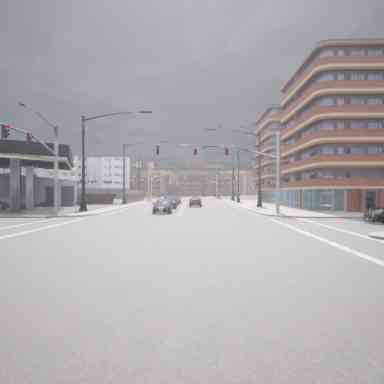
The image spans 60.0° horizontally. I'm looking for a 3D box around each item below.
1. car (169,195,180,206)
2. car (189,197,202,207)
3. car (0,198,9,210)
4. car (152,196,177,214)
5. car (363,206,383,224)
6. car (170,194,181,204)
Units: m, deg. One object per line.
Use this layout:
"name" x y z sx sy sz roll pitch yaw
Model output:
"car" -3.126 1.352 44.919 2.097 1.767 4.553 0 0 0
"car" 0.517 1.525 52.353 1.812 1.442 4.674 0 0 0
"car" -23.937 1.456 39.397 3.806 1.475 1.970 0 0 1
"car" -3.070 1.491 35.201 2.128 1.511 4.902 0 0 0
"car" 14.727 1.352 23.648 4.553 1.767 2.097 0 0 1
"car" -3.198 1.352 65.091 2.097 1.767 4.553 0 0 0
